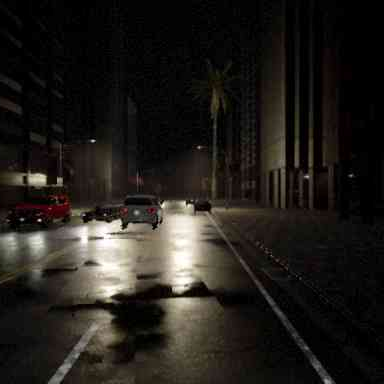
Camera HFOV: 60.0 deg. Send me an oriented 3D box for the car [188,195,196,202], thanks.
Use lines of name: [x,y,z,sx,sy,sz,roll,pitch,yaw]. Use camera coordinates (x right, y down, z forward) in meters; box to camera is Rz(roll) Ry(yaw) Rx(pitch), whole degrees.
car: [-0.015,1.514,79.385,2.033,1.411,5.357,0,0,0]

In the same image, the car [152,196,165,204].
car: [-6.521,1.582,65.616,2.128,1.511,4.902,0,0,0]

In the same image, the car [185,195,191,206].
car: [-0.009,1.411,54.779,2.097,1.767,4.553,0,0,0]

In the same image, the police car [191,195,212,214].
police car: [1.131,1.456,36.724,1.930,1.638,5.238,0,0,0]

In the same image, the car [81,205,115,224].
car: [-6.602,1.618,24.707,1.895,1.301,4.718,0,0,0]

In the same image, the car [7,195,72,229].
car: [-9.852,1.236,22.048,2.150,2.045,5.566,0,0,0]

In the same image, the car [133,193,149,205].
car: [-9.771,1.332,63.895,2.150,2.045,5.566,0,0,0]

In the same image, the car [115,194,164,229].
car: [-3.154,1.237,21.713,2.150,2.045,5.566,0,0,0]
